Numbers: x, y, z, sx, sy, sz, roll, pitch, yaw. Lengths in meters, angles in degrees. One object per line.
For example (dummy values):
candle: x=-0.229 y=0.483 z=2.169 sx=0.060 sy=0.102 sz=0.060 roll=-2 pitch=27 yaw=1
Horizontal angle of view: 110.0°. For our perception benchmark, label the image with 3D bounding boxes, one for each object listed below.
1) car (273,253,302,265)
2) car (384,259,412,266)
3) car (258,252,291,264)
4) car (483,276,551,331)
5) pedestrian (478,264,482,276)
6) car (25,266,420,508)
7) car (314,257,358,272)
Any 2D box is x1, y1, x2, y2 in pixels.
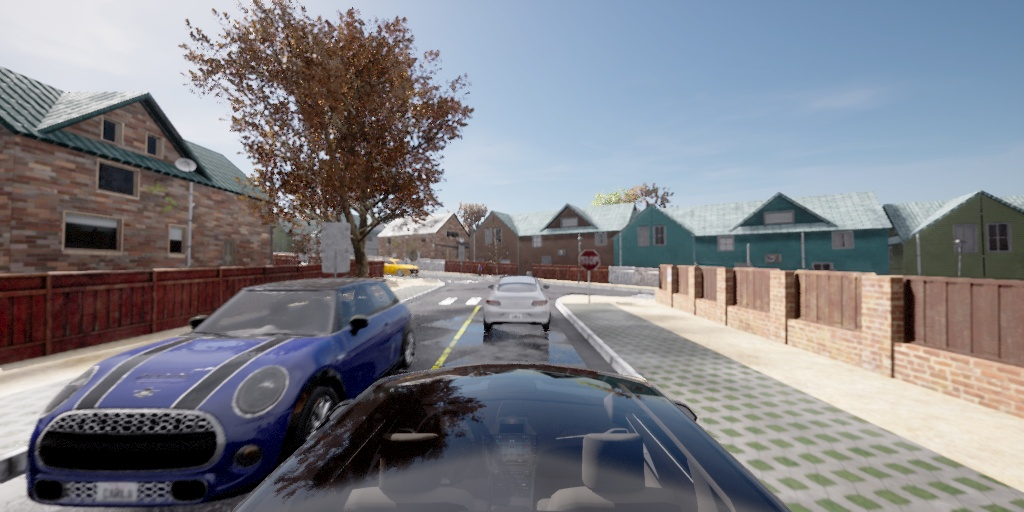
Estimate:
car: x=-27.262 y=0.487 z=43.257 sx=5.008 sy=1.535 sz=1.882 roll=2 pitch=-1 yaw=33
car: x=-10.614 y=1.054 z=32.811 sx=5.008 sy=1.535 sz=1.882 roll=2 pitch=-1 yaw=32
car: x=-33.415 y=0.319 z=50.466 sx=5.008 sy=1.535 sz=1.882 roll=2 pitch=-1 yaw=32
car: x=0.199 y=1.339 z=11.212 sx=1.812 sy=1.442 sz=4.674 roll=0 pitch=0 yaw=2
pedestrian: x=-3.127 y=1.327 z=35.030 sx=0.375 sy=1.300 sz=0.375 roll=-1 pitch=-5 yaw=32
car: x=-2.851 y=1.123 z=4.835 sx=2.097 sy=1.767 sz=4.553 roll=0 pitch=0 yaw=0
car: x=-18.571 y=0.902 z=37.797 sx=4.718 sy=1.301 sz=1.895 roll=2 pitch=-1 yaw=32
